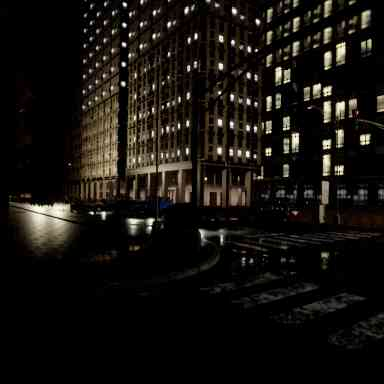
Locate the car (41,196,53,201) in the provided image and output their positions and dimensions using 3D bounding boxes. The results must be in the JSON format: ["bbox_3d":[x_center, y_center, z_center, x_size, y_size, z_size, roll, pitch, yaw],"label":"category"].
[{"bbox_3d":[-36.584,1.571,83.895,1.802,1.307,4.206,1,-1,-35],"label":"car"}]

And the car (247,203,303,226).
[{"bbox_3d":[5.836,1.505,23.955,1.967,1.590,4.097,1,-1,-35],"label":"car"}]

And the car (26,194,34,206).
[{"bbox_3d":[-23.846,1.432,51.390,1.802,1.307,4.206,1,-1,-35],"label":"car"}]

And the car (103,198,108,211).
[{"bbox_3d":[-11.764,1.468,38.821,2.033,1.411,5.357,1,-1,-35],"label":"car"}]

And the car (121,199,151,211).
[{"bbox_3d":[-7.218,1.584,42.397,2.008,1.369,4.403,1,-1,-35],"label":"car"}]

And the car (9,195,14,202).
[{"bbox_3d":[-36.897,1.397,69.834,1.947,1.339,4.313,1,-1,-35],"label":"car"}]

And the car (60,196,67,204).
[{"bbox_3d":[-21.792,1.463,58.502,1.837,1.490,4.892,1,-1,-35],"label":"car"}]

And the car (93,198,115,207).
[{"bbox_3d":[-13.744,1.587,51.619,1.947,1.339,4.313,1,-1,-35],"label":"car"}]

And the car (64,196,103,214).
[{"bbox_3d":[-10.795,1.427,32.947,2.008,1.369,4.403,1,-1,-35],"label":"car"}]

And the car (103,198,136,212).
[{"bbox_3d":[-8.853,1.532,40.246,2.033,1.411,5.357,1,-1,-35],"label":"car"}]

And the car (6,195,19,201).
[{"bbox_3d":[-40.159,1.378,74.445,2.008,1.369,4.403,1,-1,-35],"label":"car"}]

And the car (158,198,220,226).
[{"bbox_3d":[-0.170,1.425,22.413,1.882,1.535,5.008,1,-1,-36],"label":"car"}]

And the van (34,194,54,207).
[{"bbox_3d":[-20.579,1.197,46.782,1.690,1.788,3.998,1,-1,-35],"label":"van"}]

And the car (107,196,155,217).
[{"bbox_3d":[-5.618,1.412,30.116,1.882,1.535,5.008,1,-1,-35],"label":"car"}]

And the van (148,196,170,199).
[{"bbox_3d":[-3.951,1.382,37.789,1.690,1.788,3.998,1,-1,-35],"label":"van"}]

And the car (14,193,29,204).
[{"bbox_3d":[-30.368,1.155,60.615,2.192,1.841,5.009,1,-1,-35],"label":"car"}]
